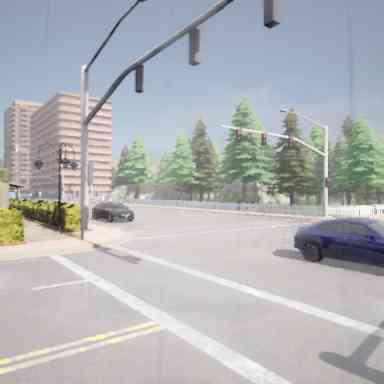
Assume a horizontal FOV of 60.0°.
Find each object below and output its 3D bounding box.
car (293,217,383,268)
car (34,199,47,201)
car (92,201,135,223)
[{"bbox_3d":[5.277,1.532,10.081,1.812,1.442,4.674,0,0,-36],"label":"car"},{"bbox_3d":[-20.200,1.606,44.444,1.895,1.301,4.718,0,0,-37],"label":"car"},{"bbox_3d":[-6.141,1.510,25.670,1.837,1.490,4.892,0,0,-37],"label":"car"}]
